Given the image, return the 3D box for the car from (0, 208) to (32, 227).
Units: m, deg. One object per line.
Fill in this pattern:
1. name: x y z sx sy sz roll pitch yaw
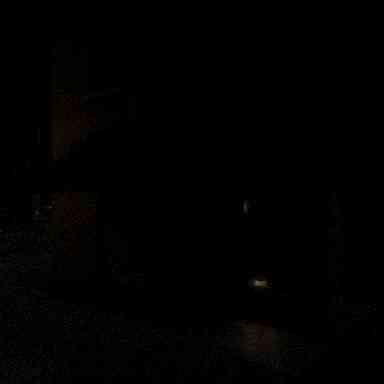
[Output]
1. car: -13.725 1.813 22.887 1.895 1.301 4.718 0 -1 36
